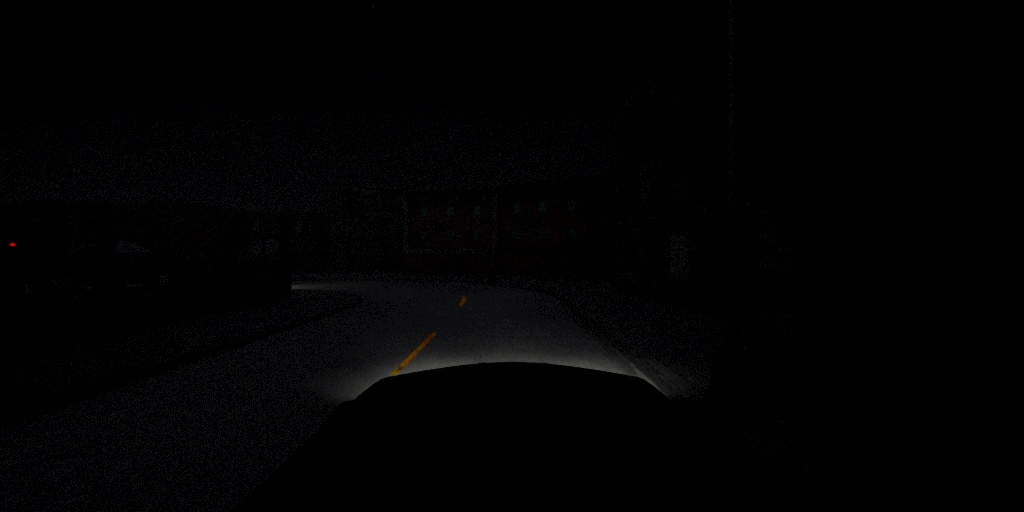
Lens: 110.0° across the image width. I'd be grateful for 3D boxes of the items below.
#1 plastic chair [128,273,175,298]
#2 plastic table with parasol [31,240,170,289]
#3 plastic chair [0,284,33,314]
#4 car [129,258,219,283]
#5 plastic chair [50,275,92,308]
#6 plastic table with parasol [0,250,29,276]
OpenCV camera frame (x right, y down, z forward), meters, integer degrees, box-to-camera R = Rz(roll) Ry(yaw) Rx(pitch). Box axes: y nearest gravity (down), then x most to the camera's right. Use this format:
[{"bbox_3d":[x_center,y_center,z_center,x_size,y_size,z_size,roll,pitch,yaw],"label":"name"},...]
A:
[{"bbox_3d":[-12.019,1.294,12.024,0.730,1.272,0.750,0,0,0],"label":"plastic chair"},{"bbox_3d":[-13.272,0.690,12.123,2.482,2.480,2.482,0,0,0],"label":"plastic table with parasol"},{"bbox_3d":[-12.033,1.310,8.509,0.730,1.272,0.750,0,0,-40],"label":"plastic chair"},{"bbox_3d":[-19.927,1.017,21.297,4.553,1.767,2.097,0,0,0],"label":"car"},{"bbox_3d":[-13.357,1.299,10.881,0.750,1.272,0.730,0,0,0],"label":"plastic chair"},{"bbox_3d":[-13.055,0.709,7.774,2.482,2.480,2.482,0,0,-40],"label":"plastic table with parasol"}]
